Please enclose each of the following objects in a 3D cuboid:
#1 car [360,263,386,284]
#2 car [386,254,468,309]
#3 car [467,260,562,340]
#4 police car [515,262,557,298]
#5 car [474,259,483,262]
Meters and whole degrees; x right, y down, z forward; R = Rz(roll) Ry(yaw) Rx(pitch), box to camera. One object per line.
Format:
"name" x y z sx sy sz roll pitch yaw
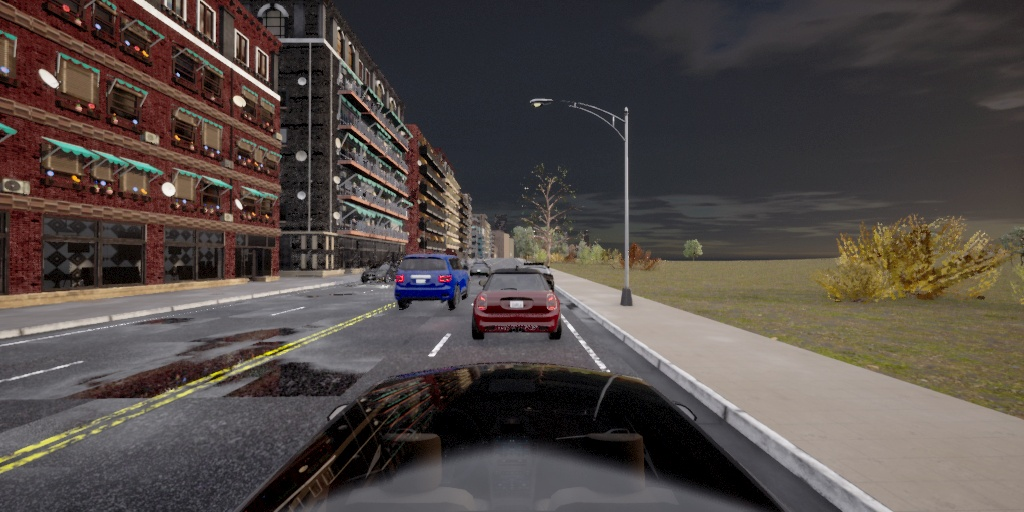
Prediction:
"car" -9.798 1.255 27.234 1.837 1.490 4.892 0 0 0
"car" -3.125 0.970 14.963 2.150 2.045 5.566 0 0 0
"car" 0.112 1.103 10.160 2.097 1.767 4.553 0 0 0
"police car" 1.173 1.176 19.656 1.930 1.638 5.238 0 0 0
"car" -3.079 1.314 35.429 1.994 1.385 4.181 0 0 0
